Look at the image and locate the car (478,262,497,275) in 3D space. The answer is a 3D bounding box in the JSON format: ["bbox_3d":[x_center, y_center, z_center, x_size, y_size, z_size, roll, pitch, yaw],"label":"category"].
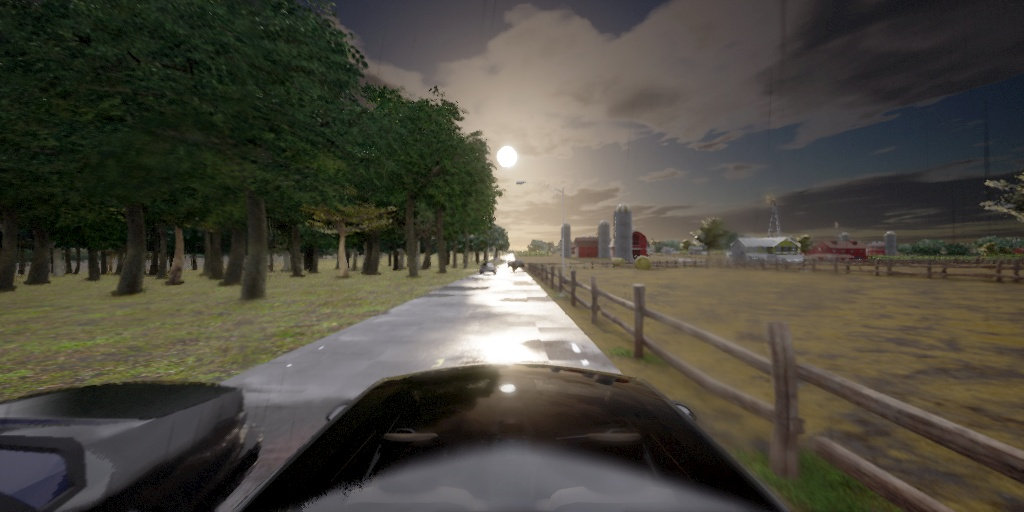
[{"bbox_3d":[-2.823,1.474,42.662,1.812,1.442,4.674,0,-1,0],"label":"car"}]

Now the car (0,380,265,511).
[{"bbox_3d":[-2.849,1.298,0.399,2.033,1.411,5.357,0,0,0],"label":"car"}]

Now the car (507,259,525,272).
[{"bbox_3d":[0.749,1.314,54.457,1.882,1.535,5.008,-24,-3,-1],"label":"car"}]
